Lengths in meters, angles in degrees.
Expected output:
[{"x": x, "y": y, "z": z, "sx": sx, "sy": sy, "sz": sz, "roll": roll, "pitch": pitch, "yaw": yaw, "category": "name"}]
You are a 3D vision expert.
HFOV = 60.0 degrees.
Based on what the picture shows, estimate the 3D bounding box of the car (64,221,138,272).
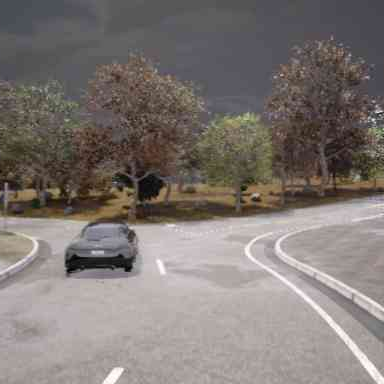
[{"x": -2.891, "y": 1.675, "z": 11.230, "sx": 1.994, "sy": 1.385, "sz": 4.181, "roll": 1, "pitch": -1, "yaw": -8, "category": "car"}]
